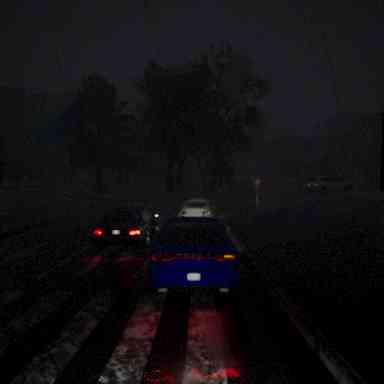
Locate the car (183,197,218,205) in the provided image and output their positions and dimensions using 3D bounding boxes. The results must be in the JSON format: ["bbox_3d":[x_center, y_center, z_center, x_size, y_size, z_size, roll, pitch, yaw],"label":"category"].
[{"bbox_3d":[0.408,1.020,18.595,1.812,1.442,4.674,1,3,8],"label":"car"}]

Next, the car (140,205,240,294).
[{"bbox_3d":[0.023,1.353,8.593,1.882,1.535,5.008,0,1,0],"label":"car"}]

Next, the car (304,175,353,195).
[{"bbox_3d":[15.256,-0.880,37.109,5.566,2.045,2.150,-3,6,-19],"label":"car"}]

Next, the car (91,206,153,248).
[{"bbox_3d":[-2.495,1.281,13.483,2.033,1.411,5.357,0,2,0],"label":"car"}]
